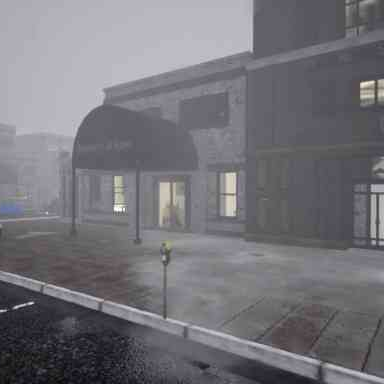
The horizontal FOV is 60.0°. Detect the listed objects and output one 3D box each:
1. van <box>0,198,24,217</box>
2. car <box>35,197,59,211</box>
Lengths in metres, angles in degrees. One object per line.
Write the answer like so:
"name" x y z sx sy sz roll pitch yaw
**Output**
"van" -17.311 1.415 29.835 1.690 1.788 3.998 0 0 35
"car" -16.423 1.413 41.209 2.097 1.767 4.553 0 0 35
